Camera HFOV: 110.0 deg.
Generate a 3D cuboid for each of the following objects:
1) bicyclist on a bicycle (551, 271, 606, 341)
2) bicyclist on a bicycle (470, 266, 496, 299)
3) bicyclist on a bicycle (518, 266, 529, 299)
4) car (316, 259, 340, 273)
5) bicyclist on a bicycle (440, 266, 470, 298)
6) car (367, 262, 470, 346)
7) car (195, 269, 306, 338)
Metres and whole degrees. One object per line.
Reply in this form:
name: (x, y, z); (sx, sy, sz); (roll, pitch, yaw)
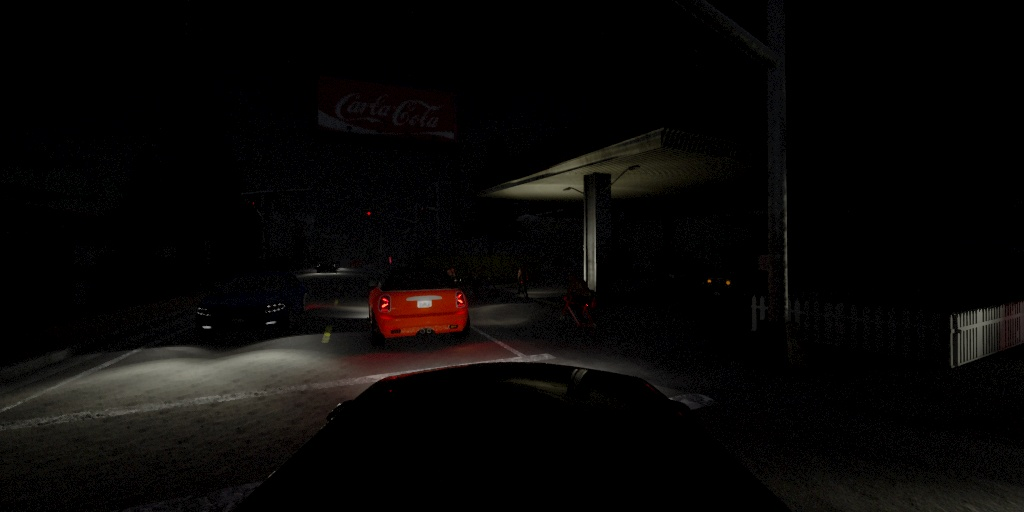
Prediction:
bicyclist on a bicycle: (1.595, 1.191, 8.781); (0.582, 1.620, 1.656); (3, -2, -43)
bicyclist on a bicycle: (-1.549, 1.308, 17.834); (1.656, 1.620, 0.582); (1, 0, -22)
bicyclist on a bicycle: (0.558, 1.304, 17.977); (0.582, 1.620, 1.656); (0, 0, 15)
car: (-22.576, 1.156, 43.795); (2.097, 1.767, 4.553); (0, 0, -24)
bicyclist on a bicycle: (-2.838, 1.280, 16.435); (1.656, 1.620, 0.582); (1, 0, 36)
car: (-2.663, 1.032, 9.509); (2.097, 1.767, 4.553); (0, 0, -23)
car: (-7.287, 1.186, 10.451); (1.882, 1.535, 5.008); (0, 1, -24)
